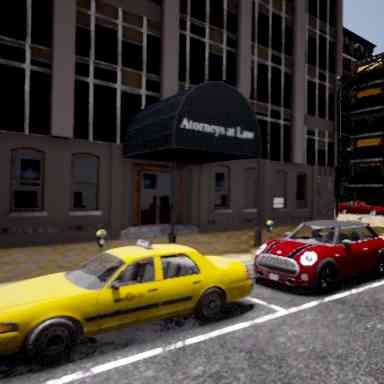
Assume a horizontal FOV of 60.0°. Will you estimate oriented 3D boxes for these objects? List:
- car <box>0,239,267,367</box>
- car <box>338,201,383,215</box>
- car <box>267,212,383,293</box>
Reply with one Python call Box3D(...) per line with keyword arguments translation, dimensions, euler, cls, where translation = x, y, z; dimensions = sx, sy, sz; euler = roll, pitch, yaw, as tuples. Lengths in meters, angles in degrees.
Box3D(translation=(-1.068, 1.553, 5.788), dimensions=(4.829, 1.417, 1.752), euler=(1, 0, -36), cls="car")
Box3D(translation=(16.732, 1.630, 32.712), dimensions=(1.887, 1.381, 4.507), euler=(3, -1, -36), cls="car")
Box3D(translation=(3.596, 1.533, 9.116), dimensions=(4.097, 1.590, 1.967), euler=(1, 0, -36), cls="car")
